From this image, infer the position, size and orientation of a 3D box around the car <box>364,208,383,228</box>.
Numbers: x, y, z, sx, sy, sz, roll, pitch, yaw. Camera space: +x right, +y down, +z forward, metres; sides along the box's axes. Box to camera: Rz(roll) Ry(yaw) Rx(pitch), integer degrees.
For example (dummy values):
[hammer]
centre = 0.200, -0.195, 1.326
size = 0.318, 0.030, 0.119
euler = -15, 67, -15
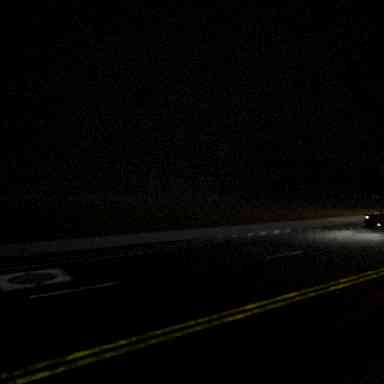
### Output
[car]
centre = 12.733, 1.600, 20.750
size = 4.718, 1.301, 1.895
euler = 0, 0, -35
